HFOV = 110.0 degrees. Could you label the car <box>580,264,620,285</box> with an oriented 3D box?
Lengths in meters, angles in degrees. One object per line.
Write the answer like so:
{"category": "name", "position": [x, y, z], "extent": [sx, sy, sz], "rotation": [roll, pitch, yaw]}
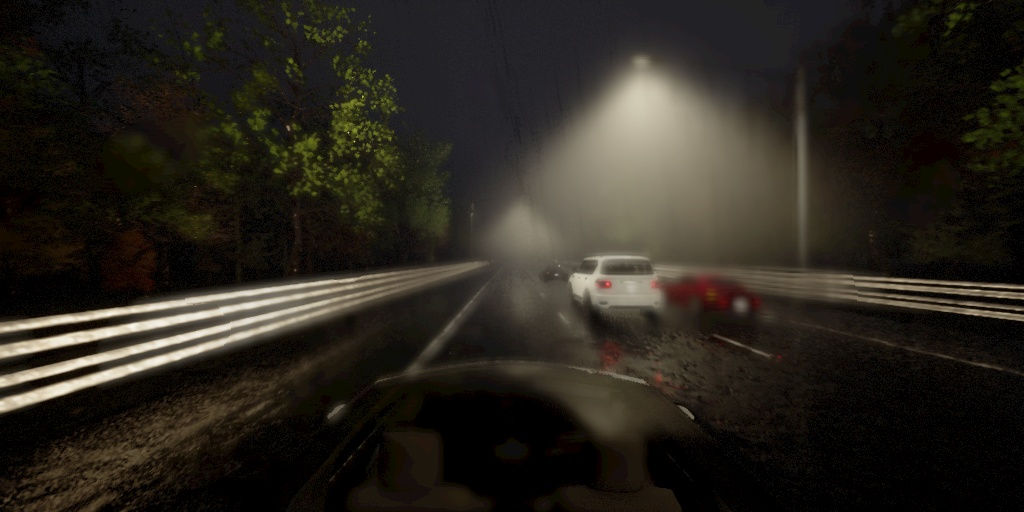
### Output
{"category": "car", "position": [7.099, 1.443, 29.431], "extent": [2.128, 1.511, 4.902], "rotation": [0, 0, 0]}

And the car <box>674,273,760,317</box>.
{"category": "car", "position": [7.097, 1.362, 13.414], "extent": [1.812, 1.442, 4.674], "rotation": [0, 0, 0]}

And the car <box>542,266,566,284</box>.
{"category": "car", "position": [3.599, 1.518, 29.752], "extent": [1.994, 1.385, 4.181], "rotation": [0, 0, 0]}

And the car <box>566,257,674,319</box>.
{"category": "car", "position": [3.598, 1.057, 13.315], "extent": [2.150, 2.045, 5.566], "rotation": [0, 0, 0]}
